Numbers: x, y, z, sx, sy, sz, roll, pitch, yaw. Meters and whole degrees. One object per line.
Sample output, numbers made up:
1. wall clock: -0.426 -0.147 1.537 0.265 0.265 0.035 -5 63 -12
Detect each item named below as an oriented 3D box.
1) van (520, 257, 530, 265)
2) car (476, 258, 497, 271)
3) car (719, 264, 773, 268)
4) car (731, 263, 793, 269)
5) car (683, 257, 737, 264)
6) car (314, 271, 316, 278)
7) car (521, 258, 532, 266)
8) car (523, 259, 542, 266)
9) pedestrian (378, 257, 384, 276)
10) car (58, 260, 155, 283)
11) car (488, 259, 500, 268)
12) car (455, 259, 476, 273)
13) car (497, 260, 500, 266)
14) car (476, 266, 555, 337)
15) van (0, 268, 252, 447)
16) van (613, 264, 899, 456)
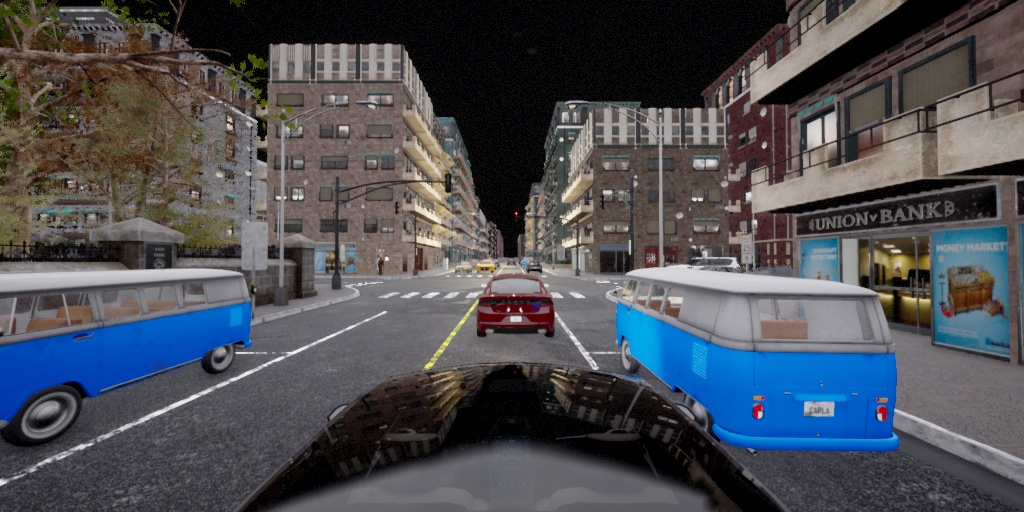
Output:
1. van: 2.620 1.111 59.835 1.690 1.789 3.998 0 0 0
2. car: -3.153 1.241 43.593 1.882 1.535 5.008 0 0 0
3. car: 13.508 1.332 22.709 4.313 1.339 1.948 0 0 1
4. car: 18.919 1.391 25.254 5.357 1.411 2.033 0 -1 1
5. car: 15.068 1.101 28.482 5.566 2.045 2.150 0 -1 2
6. car: -16.700 1.246 25.602 4.718 1.301 1.895 0 -1 1
7. car: 2.634 1.316 48.551 2.007 1.370 4.403 0 0 0
8. car: 2.641 1.329 42.908 1.948 1.339 4.313 0 0 0
9. pedestrian: -12.579 0.967 34.331 0.375 1.860 0.375 0 -1 1
10. car: -29.017 1.083 25.765 4.892 1.490 1.837 1 -1 0
11. car: -3.137 1.298 63.693 1.812 1.442 4.674 0 0 0
12. car: -5.740 1.289 42.728 1.751 1.417 4.829 0 0 0
13. car: -3.160 1.315 53.554 2.033 1.411 5.357 0 0 0
14. car: 0.087 1.230 10.320 1.882 1.535 5.008 0 0 0
15. van: -5.660 1.092 4.953 1.690 1.789 3.998 0 0 0
16. van: 2.654 1.092 4.962 1.690 1.789 3.998 0 0 0
